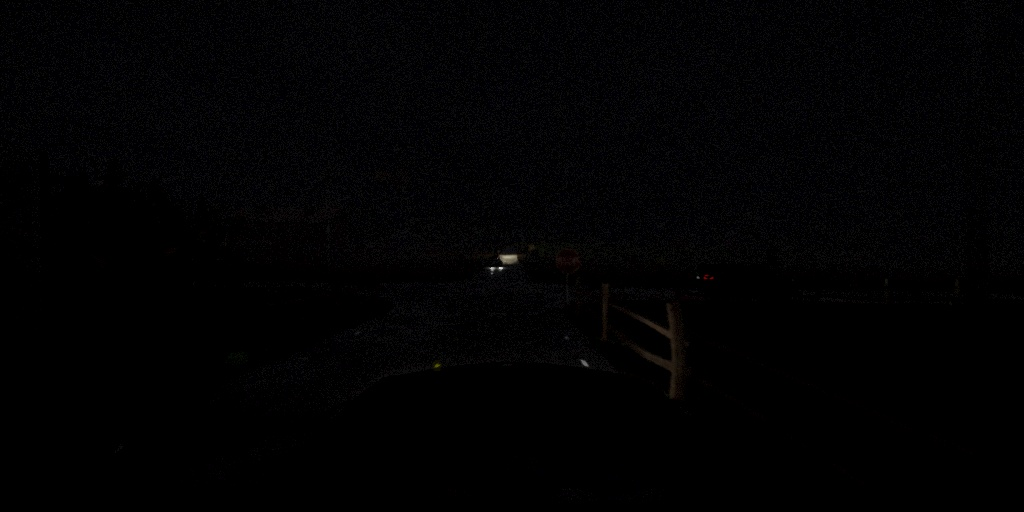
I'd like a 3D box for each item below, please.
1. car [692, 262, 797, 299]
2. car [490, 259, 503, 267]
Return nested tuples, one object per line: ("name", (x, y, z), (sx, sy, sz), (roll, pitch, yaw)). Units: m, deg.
("car", (13.951, 1.430, 21.741), (5.566, 2.045, 2.150), (1, 1, 0))
("car", (-2.773, 1.251, 65.055), (1.837, 1.490, 4.892), (0, 1, 0))
